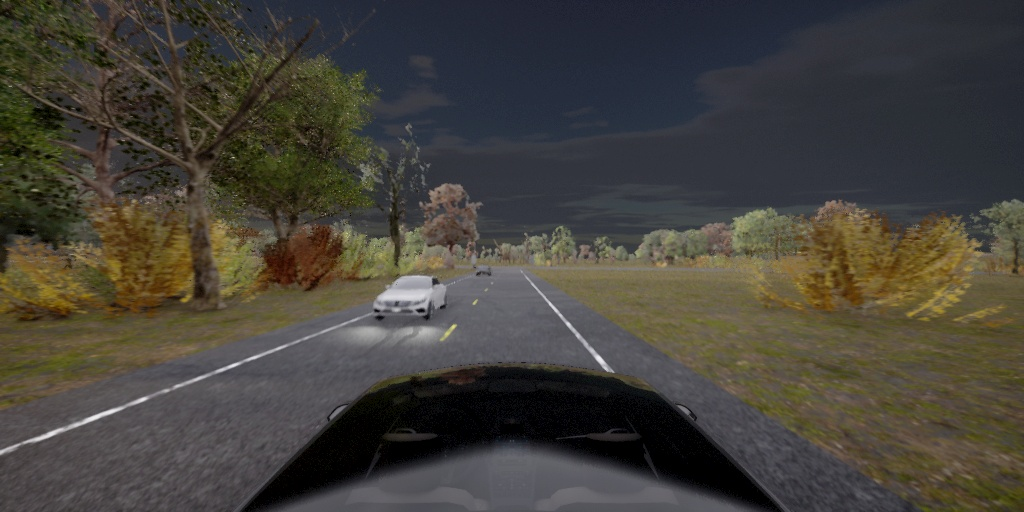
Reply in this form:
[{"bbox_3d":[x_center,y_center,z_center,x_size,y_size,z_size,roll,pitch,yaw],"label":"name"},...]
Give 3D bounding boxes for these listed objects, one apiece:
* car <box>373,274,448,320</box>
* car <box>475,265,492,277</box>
[{"bbox_3d":[-3.589,1.435,13.468,1.812,1.442,4.674,0,-1,0],"label":"car"},{"bbox_3d":[-3.590,1.842,45.641,1.837,1.490,4.892,0,-1,0],"label":"car"}]
